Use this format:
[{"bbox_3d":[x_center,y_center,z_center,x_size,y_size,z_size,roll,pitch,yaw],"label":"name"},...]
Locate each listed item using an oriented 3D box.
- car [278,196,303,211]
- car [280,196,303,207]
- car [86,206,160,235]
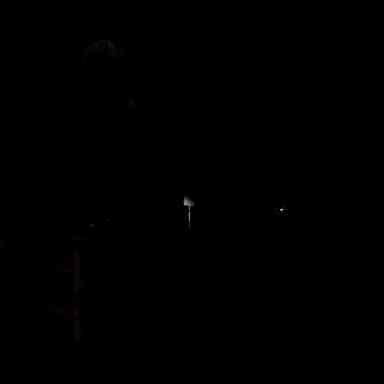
[{"bbox_3d":[12.085,1.449,40.855,1.837,1.490,4.892,1,0,36],"label":"car"},{"bbox_3d":[14.824,1.414,49.361,1.837,1.490,4.892,1,0,36],"label":"car"},{"bbox_3d":[-3.748,1.499,18.884,1.812,1.442,4.674,1,0,36],"label":"car"}]
